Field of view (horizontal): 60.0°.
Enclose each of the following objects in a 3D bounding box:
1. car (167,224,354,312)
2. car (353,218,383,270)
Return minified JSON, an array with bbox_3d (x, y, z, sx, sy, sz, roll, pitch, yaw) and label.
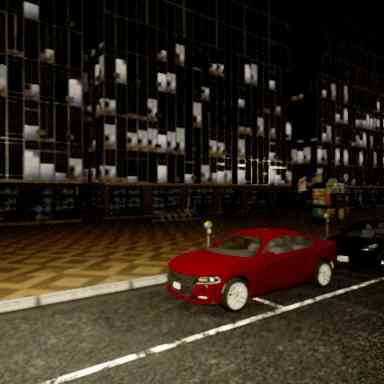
[{"bbox_3d":[1.544,1.541,7.663,4.507,1.381,1.887,0,0,-35],"label":"car"},{"bbox_3d":[6.158,1.558,10.953,4.313,1.339,1.947,0,0,-35],"label":"car"}]
